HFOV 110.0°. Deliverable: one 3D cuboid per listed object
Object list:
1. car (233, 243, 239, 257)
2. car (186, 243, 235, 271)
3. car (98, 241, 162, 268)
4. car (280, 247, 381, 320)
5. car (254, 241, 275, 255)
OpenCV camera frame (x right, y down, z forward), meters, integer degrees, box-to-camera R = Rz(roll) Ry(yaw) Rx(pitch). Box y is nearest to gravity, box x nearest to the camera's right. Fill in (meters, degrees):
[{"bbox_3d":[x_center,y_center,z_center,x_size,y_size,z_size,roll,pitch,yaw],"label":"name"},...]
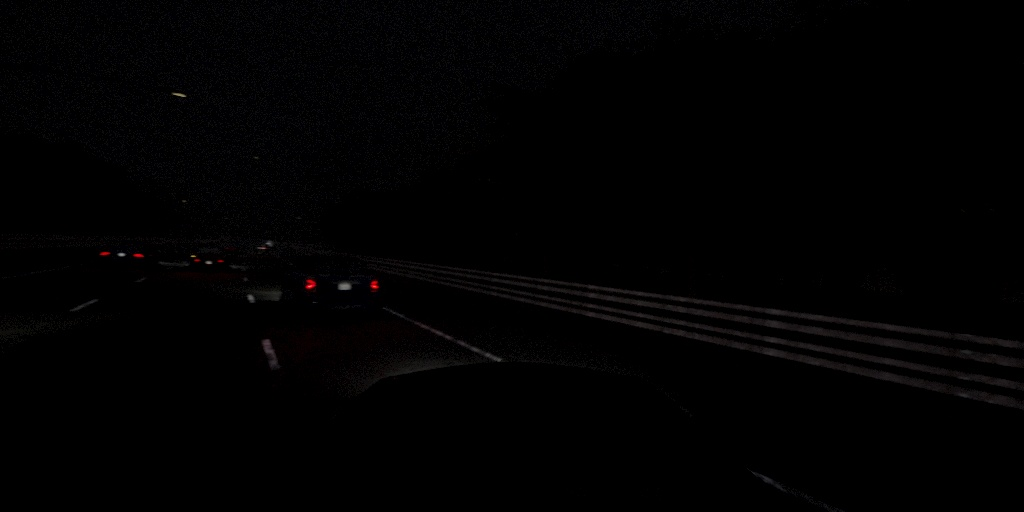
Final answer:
[{"bbox_3d":[-31.457,-0.736,39.584,1.882,1.535,5.008,4,0,-36],"label":"car"},{"bbox_3d":[-18.603,0.094,22.232,1.812,1.442,4.674,4,0,-37],"label":"car"},{"bbox_3d":[-21.845,-0.114,20.699,2.033,1.411,5.357,4,0,-37],"label":"car"},{"bbox_3d":[-5.678,0.743,11.045,2.097,1.767,4.553,4,0,-38],"label":"car"},{"bbox_3d":[-35.479,-0.939,51.067,2.128,1.511,4.902,4,0,-35],"label":"car"}]
